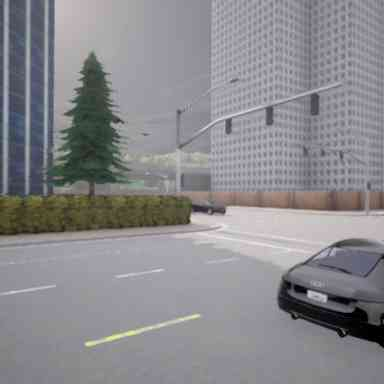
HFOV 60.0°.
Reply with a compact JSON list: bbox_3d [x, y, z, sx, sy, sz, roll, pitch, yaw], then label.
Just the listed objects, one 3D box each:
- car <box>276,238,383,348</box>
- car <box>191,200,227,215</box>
[{"bbox_3d":[3.554,1.597,6.324,4.181,1.385,1.994,0,0,-36],"label":"car"},{"bbox_3d":[1.630,1.591,35.383,1.882,1.535,5.008,0,0,-35],"label":"car"}]
